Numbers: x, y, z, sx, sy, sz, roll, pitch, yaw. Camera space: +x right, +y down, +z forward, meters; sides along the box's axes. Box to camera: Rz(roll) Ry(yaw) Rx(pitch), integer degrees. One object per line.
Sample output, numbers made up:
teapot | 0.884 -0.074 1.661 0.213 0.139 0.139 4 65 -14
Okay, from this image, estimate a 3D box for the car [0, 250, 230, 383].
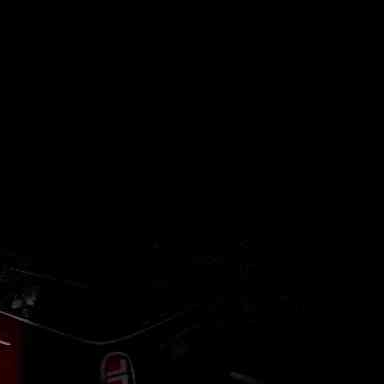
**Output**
car | -1.678 1.476 4.164 4.097 1.590 1.967 -1 -1 36
